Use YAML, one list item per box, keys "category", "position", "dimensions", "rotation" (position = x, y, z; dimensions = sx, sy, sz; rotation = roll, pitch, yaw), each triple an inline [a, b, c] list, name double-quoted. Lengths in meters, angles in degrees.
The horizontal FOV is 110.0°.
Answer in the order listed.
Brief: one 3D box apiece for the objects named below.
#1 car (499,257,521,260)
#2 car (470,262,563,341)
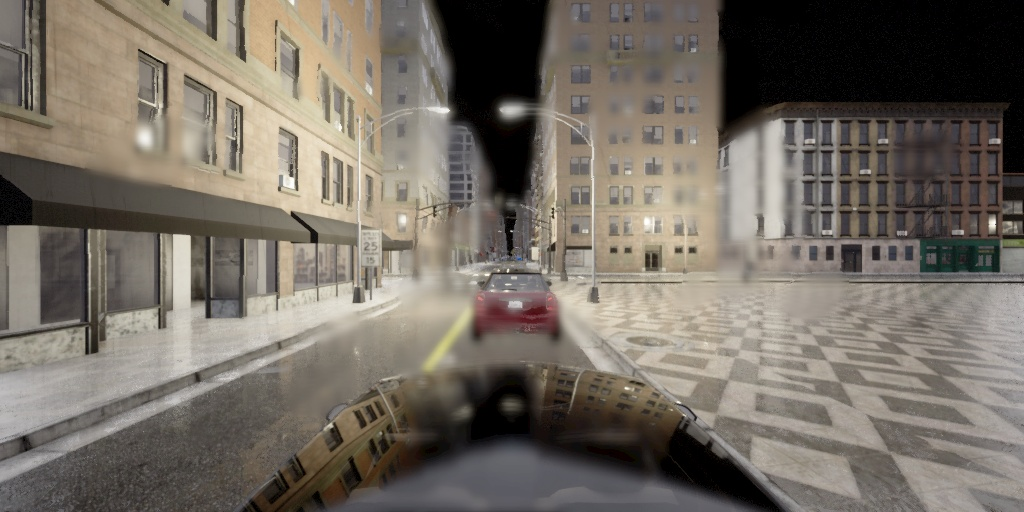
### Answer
- category: "car"
  position: [0.050, 1.101, 19.793]
  dimensions: [2.097, 1.767, 4.553]
  rotation: [0, 0, -1]
- category: "car"
  position: [0.102, 1.102, 9.977]
  dimensions: [2.097, 1.767, 4.553]
  rotation: [0, 0, 0]
